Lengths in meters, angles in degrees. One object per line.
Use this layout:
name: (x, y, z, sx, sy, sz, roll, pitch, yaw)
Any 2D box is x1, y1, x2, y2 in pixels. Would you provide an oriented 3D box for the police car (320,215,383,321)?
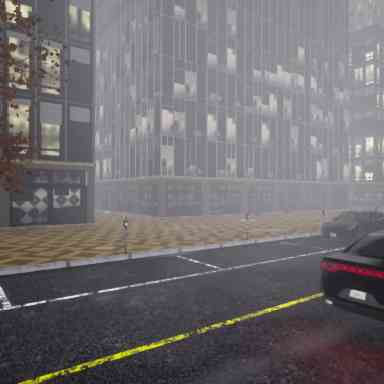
police car: (4.758, 1.424, 6.826, 5.238, 1.638, 1.930, 0, 0, -35)

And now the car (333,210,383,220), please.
car: (8.140, 1.563, 16.226, 4.313, 1.339, 1.947, 0, 0, -36)
